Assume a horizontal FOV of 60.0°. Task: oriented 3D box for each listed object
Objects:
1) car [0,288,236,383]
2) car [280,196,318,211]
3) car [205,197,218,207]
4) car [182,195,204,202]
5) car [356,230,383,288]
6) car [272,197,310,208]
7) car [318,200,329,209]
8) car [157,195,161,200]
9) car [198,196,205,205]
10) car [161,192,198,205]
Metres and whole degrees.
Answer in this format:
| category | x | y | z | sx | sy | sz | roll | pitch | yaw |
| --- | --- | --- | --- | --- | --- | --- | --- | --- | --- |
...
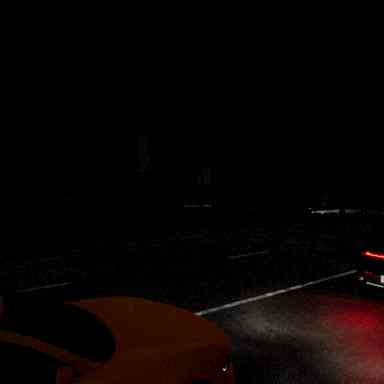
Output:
| category | x | y | z | sx | sy | sz | roll | pitch | yaw |
| --- | --- | --- | --- | --- | --- | --- | --- | --- | --- |
| car | -1.879 | 1.478 | 2.388 | 5.008 | 1.535 | 1.882 | 0 | 0 | -36 |
| car | 10.658 | 1.333 | 36.767 | 2.033 | 1.411 | 5.357 | -1 | 0 | -39 |
| car | 4.508 | 1.268 | 44.401 | 1.882 | 1.535 | 5.008 | -1 | 0 | -39 |
| car | 0.073 | 1.307 | 66.972 | 1.895 | 1.301 | 4.718 | -1 | 0 | -39 |
| car | 5.825 | 1.468 | 7.922 | 4.892 | 1.490 | 1.837 | 0 | 0 | -36 |
| car | 13.332 | 1.325 | 44.926 | 1.895 | 1.301 | 4.718 | -1 | 0 | -39 |
| car | 13.472 | 1.259 | 38.854 | 1.837 | 1.490 | 4.892 | -1 | 0 | -39 |
| car | -6.278 | 1.237 | 74.749 | 2.128 | 1.511 | 4.902 | -1 | 0 | -38 |
| car | 1.380 | 1.365 | 53.875 | 1.895 | 1.301 | 4.718 | -1 | 0 | -39 |
| car | -2.046 | 1.016 | 52.546 | 2.150 | 2.045 | 5.566 | -1 | 0 | -39 |
